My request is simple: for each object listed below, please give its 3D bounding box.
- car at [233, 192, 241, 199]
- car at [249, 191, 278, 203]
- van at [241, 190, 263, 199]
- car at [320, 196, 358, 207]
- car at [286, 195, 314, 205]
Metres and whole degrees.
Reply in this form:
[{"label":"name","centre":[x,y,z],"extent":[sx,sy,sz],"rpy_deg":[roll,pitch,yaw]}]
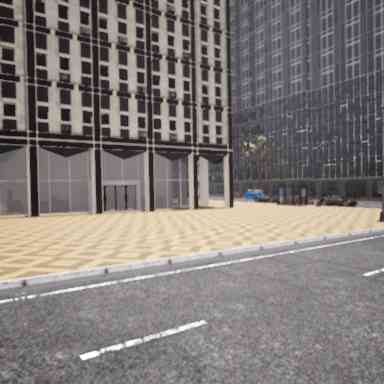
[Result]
[{"label":"car","centre":[8.578,0.625,67.686],"extent":[1.802,1.307,4.206],"rpy_deg":[-1,1,-34]},{"label":"car","centre":[11.032,0.981,48.827],"extent":[1.947,1.339,4.313],"rpy_deg":[-1,1,-34]},{"label":"van","centre":[11.732,0.438,62.955],"extent":[1.690,1.788,3.998],"rpy_deg":[-1,1,-34]},{"label":"car","centre":[17.281,1.089,39.330],"extent":[1.947,1.339,4.313],"rpy_deg":[-1,1,-34]},{"label":"car","centre":[14.139,1.052,44.069],"extent":[1.802,1.307,4.206],"rpy_deg":[-1,1,-34]}]
